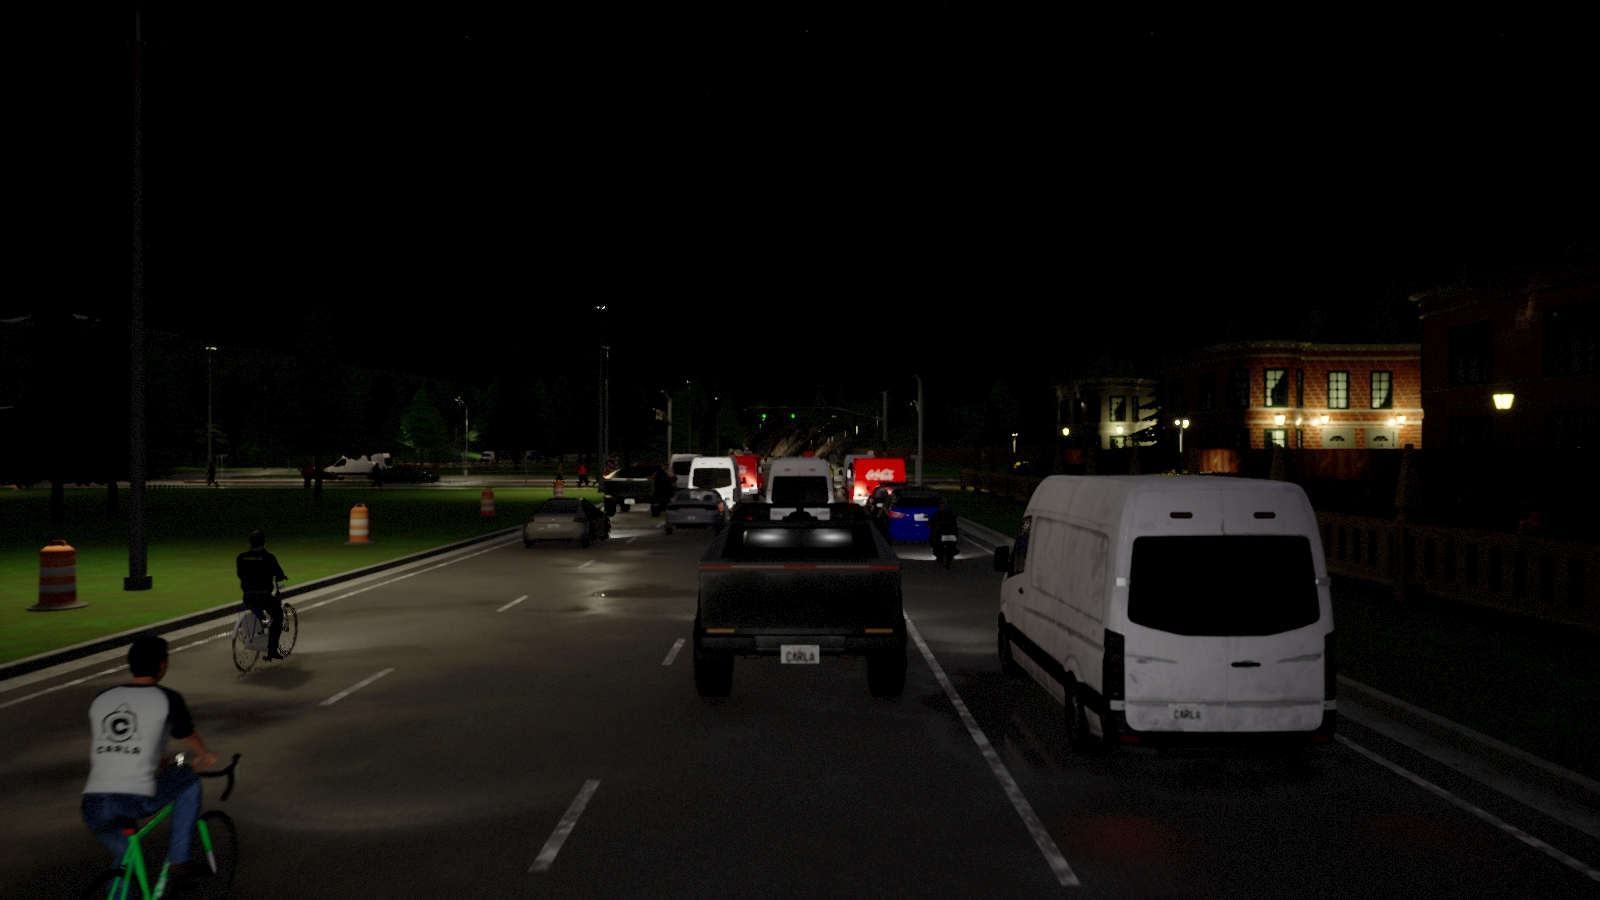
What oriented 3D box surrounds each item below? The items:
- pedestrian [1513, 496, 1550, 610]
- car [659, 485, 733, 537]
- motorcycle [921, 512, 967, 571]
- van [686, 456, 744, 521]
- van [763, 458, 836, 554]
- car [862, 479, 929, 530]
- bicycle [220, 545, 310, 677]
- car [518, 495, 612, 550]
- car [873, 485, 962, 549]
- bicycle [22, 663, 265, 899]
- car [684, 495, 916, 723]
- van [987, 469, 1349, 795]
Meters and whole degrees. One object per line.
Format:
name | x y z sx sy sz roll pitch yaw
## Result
pedestrian | 12.153 1.700 18.974 0.375 1.860 0.375 0 0 1
car | -3.493 2.042 39.296 2.097 1.535 5.006 0 0 0
motorcycle | 3.501 2.211 27.944 0.867 1.251 2.209 0 0 0
van | -3.504 1.544 48.209 1.988 2.561 5.915 0 0 0
van | -0.003 1.542 34.018 1.988 2.561 5.915 0 0 0
car | 3.501 1.991 42.859 2.097 1.638 5.238 0 0 0
bicycle | -7.000 2.063 15.037 0.329 1.471 1.835 0 0 0
car | -6.999 2.126 34.479 1.994 1.385 4.181 0 0 0
car | 3.500 1.977 34.956 2.242 1.667 4.611 0 0 0
bicycle | -3.499 2.057 6.236 0.373 1.496 1.643 0 0 0
car | 0.001 1.757 14.900 2.390 2.098 6.274 0 0 0
van | 3.496 1.538 12.307 1.988 2.561 5.915 0 0 0
